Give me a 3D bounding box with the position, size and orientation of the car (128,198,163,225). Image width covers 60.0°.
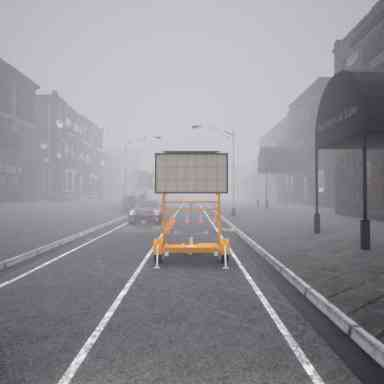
[{"bbox_3d":[-3.069,1.303,23.184,2.097,1.767,4.553,0,0,0],"label":"car"}]

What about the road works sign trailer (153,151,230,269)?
[{"bbox_3d":[-0.018,0.443,11.091,2.380,3.560,2.880,0,0,0],"label":"road works sign trailer"}]

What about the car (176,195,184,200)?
[{"bbox_3d":[-3.275,1.594,91.089,2.033,1.411,5.357,0,0,0],"label":"car"}]
